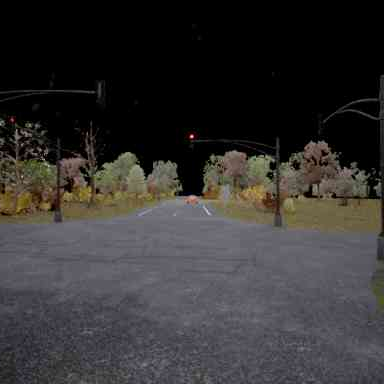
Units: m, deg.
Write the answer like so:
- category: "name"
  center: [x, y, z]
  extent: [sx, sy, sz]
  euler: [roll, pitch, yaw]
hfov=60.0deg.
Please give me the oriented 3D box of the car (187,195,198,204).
- category: "car"
  center: [0.070, 1.424, 67.959]
  extent: [2.097, 1.767, 4.553]
  euler: [0, 0, 0]

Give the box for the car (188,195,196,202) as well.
- category: "car"
  center: [0.080, 1.449, 77.994]
  extent: [1.812, 1.442, 4.674]
  euler: [0, 0, 0]
